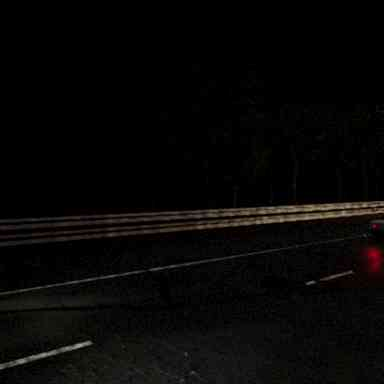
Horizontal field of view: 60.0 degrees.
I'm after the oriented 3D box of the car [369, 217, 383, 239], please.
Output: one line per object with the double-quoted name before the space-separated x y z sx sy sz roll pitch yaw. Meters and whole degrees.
"car" 10.229 1.494 15.340 4.718 1.301 1.895 0 0 -35
